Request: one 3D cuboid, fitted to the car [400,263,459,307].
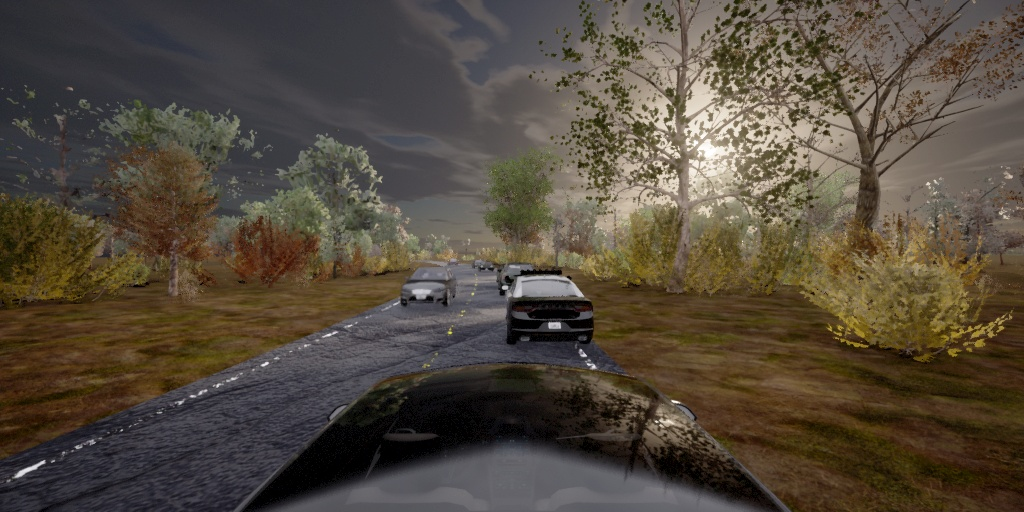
[{"bbox_3d":[-3.465,1.241,15.611,2.128,1.511,4.902,0,0,-3],"label":"car"}]

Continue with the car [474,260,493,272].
[{"bbox_3d":[-3.479,1.347,46.593,1.895,1.301,4.718,0,0,-9],"label":"car"}]

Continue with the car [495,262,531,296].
[{"bbox_3d":[0.298,1.100,19.627,2.097,1.767,4.553,0,0,-4],"label":"car"}]

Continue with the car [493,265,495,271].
[{"bbox_3d":[-0.146,1.253,25.687,1.837,1.490,4.892,0,0,-5],"label":"car"}]

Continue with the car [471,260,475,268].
[{"bbox_3d":[-5.571,1.291,58.833,2.033,1.411,5.357,0,0,-11],"label":"car"}]

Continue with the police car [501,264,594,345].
[{"bbox_3d":[0.768,1.175,9.698,1.930,1.638,5.238,0,0,-2],"label":"police car"}]
